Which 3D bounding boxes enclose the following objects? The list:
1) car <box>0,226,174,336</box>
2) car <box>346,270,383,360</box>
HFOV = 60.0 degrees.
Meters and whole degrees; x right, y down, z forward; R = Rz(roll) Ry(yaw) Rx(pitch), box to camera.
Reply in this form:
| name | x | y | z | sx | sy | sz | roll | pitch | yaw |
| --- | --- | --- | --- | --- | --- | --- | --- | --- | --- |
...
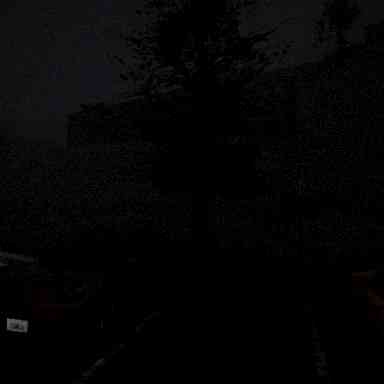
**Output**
| name | x | y | z | sx | sy | sz | roll | pitch | yaw |
| --- | --- | --- | --- | --- | --- | --- | --- | --- | --- |
| car | -1.867 | 1.541 | 7.100 | 2.163 | 1.488 | 4.792 | 0 | -1 | 16 |
| car | 3.068 | 1.471 | 3.818 | 1.946 | 1.575 | 5.366 | -1 | -1 | 16 |
